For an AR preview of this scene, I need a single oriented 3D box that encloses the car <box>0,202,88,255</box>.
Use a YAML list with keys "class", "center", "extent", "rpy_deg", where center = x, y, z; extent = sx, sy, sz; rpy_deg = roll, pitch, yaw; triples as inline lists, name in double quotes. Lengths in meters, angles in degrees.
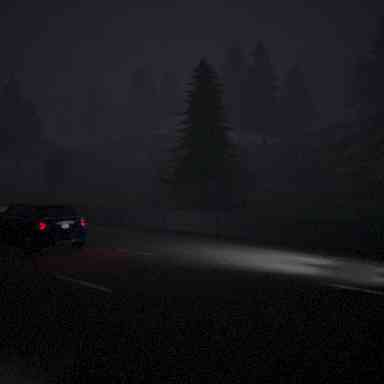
- class: "car"
  center: [-6.067, 1.155, 12.620]
  extent: [4.553, 1.767, 2.097]
  rpy_deg: [1, 1, 35]
